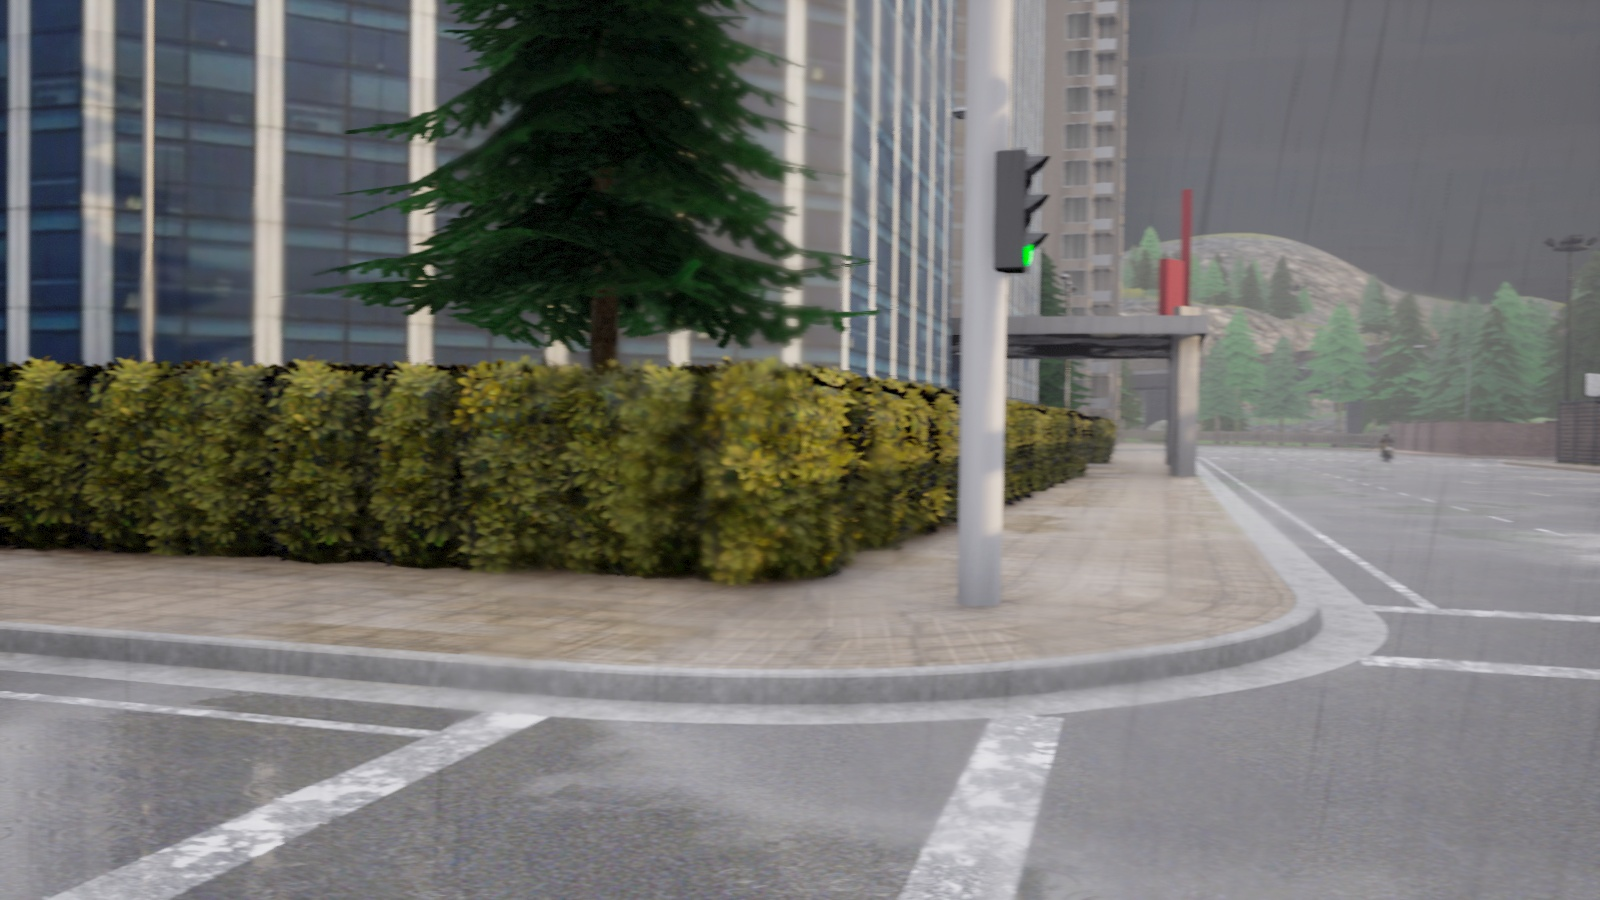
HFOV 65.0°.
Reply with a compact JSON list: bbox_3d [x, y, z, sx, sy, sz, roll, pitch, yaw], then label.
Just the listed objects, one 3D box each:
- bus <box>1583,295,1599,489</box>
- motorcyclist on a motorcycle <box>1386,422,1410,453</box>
[{"bbox_3d":[18.255,-1.190,23.041,3.944,4.253,10.273,0,1,16],"label":"bus"},{"bbox_3d":[30.066,-0.642,63.147,0.797,1.523,2.044,0,2,16],"label":"motorcyclist on a motorcycle"}]
